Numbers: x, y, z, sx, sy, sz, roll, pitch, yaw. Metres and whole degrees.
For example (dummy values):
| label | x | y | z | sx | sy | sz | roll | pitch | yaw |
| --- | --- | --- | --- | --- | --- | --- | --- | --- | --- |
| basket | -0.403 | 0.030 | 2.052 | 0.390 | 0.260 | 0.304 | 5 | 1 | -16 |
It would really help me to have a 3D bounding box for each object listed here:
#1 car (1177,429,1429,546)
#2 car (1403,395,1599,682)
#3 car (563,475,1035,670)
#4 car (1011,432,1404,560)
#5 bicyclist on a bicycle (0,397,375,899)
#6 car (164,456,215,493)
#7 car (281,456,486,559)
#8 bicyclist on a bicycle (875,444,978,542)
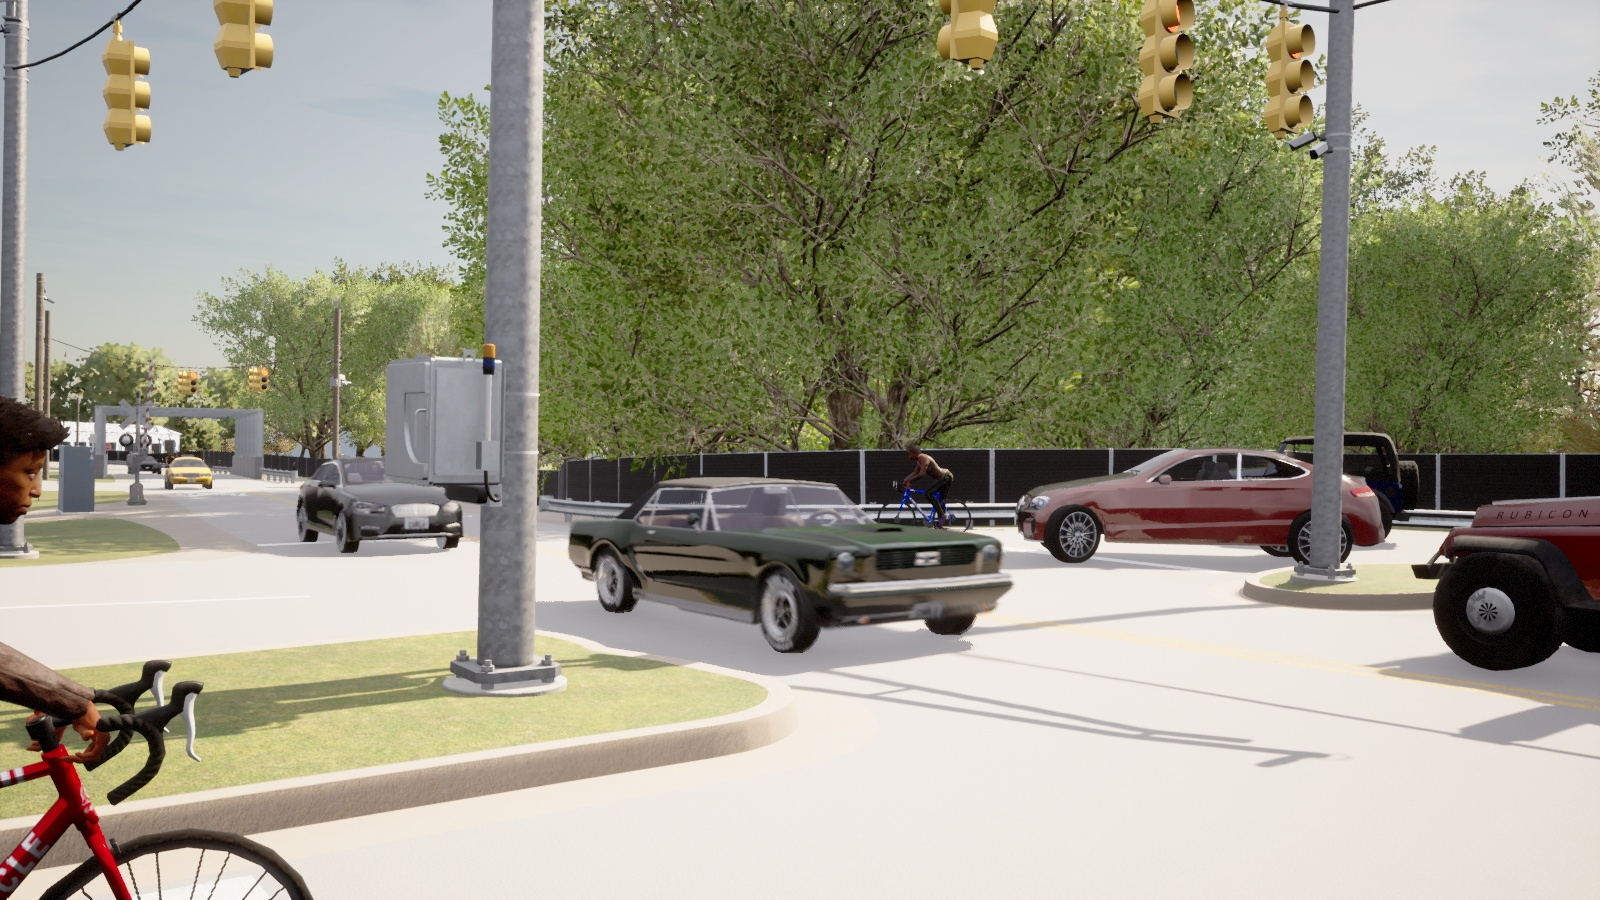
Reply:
| label | x | y | z | sx | sy | sz | roll | pitch | yaw |
| --- | --- | --- | --- | --- | --- | --- | --- | --- | --- |
| car | 8.580 | 0.580 | 21.696 | 3.866 | 1.878 | 1.905 | 1 | 1 | 19 |
| car | 6.358 | 0.580 | 8.264 | 1.905 | 1.878 | 3.866 | 1 | -1 | -35 |
| car | -0.273 | 0.912 | 11.318 | 1.895 | 1.301 | 4.718 | 0 | 0 | -35 |
| car | 5.657 | 0.594 | 18.098 | 5.027 | 1.651 | 2.152 | 1 | 1 | 6 |
| bicyclist on a bicycle | -1.752 | 0.713 | 2.437 | 1.656 | 1.620 | 0.582 | 0 | 0 | -36 |
| car | -27.750 | 1.083 | 56.968 | 1.801 | 1.575 | 5.366 | 0 | 0 | -29 |
| car | -7.176 | 0.869 | 21.284 | 2.128 | 1.511 | 4.902 | 0 | 0 | -33 |
| bicyclist on a bicycle | 2.175 | 0.723 | 21.665 | 1.656 | 1.620 | 0.582 | -1 | 1 | -3 |
